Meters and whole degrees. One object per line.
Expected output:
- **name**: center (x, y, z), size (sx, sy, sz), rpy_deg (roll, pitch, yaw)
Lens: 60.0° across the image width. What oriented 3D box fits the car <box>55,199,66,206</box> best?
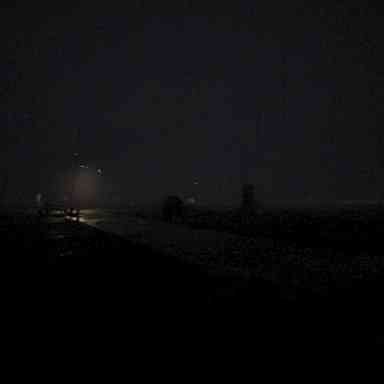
- **car**: center (-32.062, 2.575, 81.153), size (1.837, 1.490, 4.892), rpy_deg (0, -1, -28)
